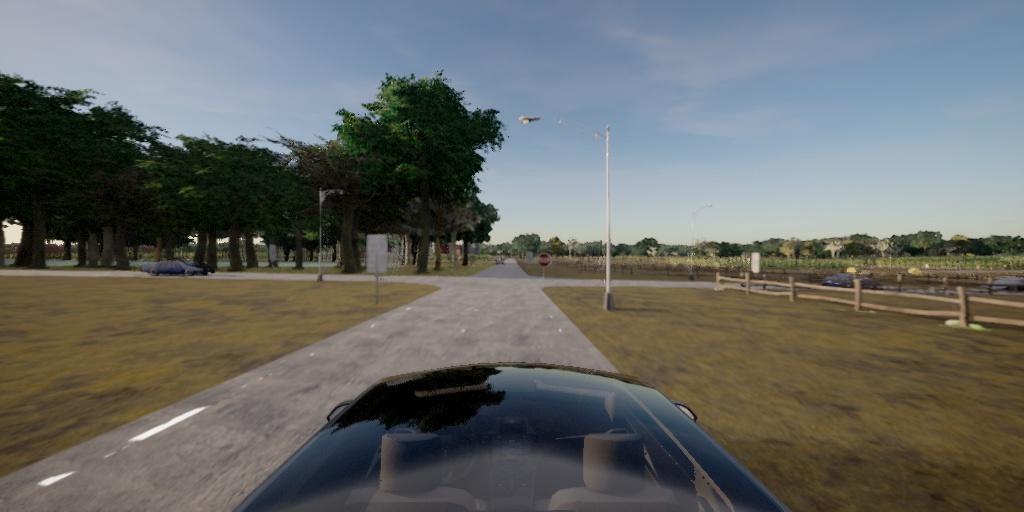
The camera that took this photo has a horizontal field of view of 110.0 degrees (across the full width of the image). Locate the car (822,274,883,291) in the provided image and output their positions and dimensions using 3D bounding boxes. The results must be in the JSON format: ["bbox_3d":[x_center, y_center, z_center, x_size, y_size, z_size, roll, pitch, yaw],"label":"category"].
[{"bbox_3d":[30.376,2.286,32.062,4.181,1.385,1.994,2,1,0],"label":"car"}]

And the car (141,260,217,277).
[{"bbox_3d":[-29.485,1.066,31.756,5.357,1.411,2.033,1,1,0],"label":"car"}]

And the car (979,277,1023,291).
[{"bbox_3d":[49.146,2.786,34.910,5.357,1.411,2.033,2,1,0],"label":"car"}]
